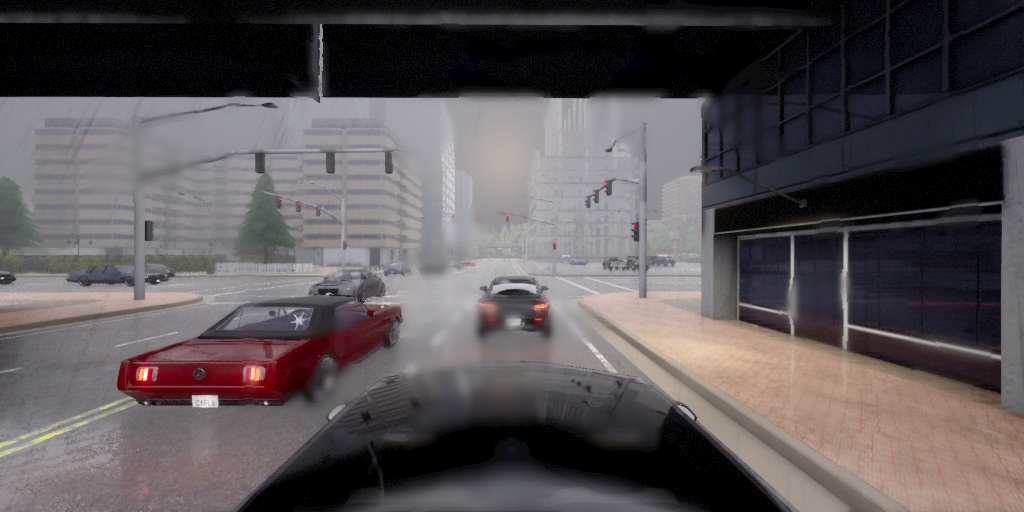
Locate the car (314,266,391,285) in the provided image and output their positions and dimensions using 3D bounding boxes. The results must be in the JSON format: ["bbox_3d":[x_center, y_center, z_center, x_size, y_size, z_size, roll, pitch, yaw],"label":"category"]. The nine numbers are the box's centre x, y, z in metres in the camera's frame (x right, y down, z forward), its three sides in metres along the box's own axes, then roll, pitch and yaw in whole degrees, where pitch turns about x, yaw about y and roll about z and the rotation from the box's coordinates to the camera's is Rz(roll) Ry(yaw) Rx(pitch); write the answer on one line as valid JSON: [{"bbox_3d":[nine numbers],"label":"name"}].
[{"bbox_3d":[-7.179,1.314,15.949,1.994,1.385,4.181,0,0,-1],"label":"car"}]

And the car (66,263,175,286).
[{"bbox_3d":[-26.671,1.297,24.318,5.357,1.411,2.033,0,0,0],"label":"car"}]

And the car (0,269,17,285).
[{"bbox_3d":[-36.874,1.255,24.264,4.892,1.490,1.837,0,0,0],"label":"car"}]

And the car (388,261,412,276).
[{"bbox_3d":[-11.453,1.275,36.515,1.812,1.442,4.674,0,0,-1],"label":"car"}]

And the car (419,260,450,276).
[{"bbox_3d":[-7.963,1.351,36.746,1.895,1.301,4.718,0,0,-1],"label":"car"}]

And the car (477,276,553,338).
[{"bbox_3d":[0.074,1.276,10.027,1.812,1.442,4.674,0,0,0],"label":"car"}]

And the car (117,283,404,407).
[{"bbox_3d":[-3.439,1.351,6.262,1.895,1.301,4.718,0,0,0],"label":"car"}]

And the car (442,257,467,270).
[{"bbox_3d":[-8.117,1.241,50.986,2.128,1.511,4.902,0,0,0],"label":"car"}]
